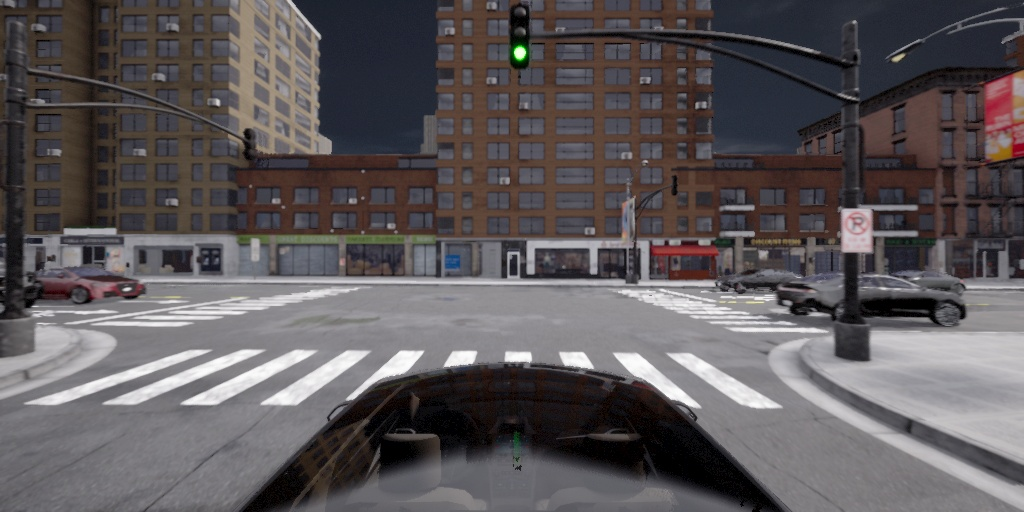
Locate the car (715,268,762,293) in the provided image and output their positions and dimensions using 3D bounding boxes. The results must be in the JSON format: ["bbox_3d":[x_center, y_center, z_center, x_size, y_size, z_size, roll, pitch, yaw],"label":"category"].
[{"bbox_3d":[14.443,1.406,20.955,4.674,1.442,1.812,0,0,2],"label":"car"}]

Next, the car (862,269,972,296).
[{"bbox_3d":[23.460,1.517,20.903,4.181,1.385,1.994,0,0,0],"label":"car"}]

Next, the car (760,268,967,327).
[{"bbox_3d":[10.987,1.269,11.154,4.902,1.511,2.128,0,-1,0],"label":"car"}]

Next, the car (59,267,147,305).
[{"bbox_3d":[-17.486,1.140,14.449,4.181,1.385,1.994,0,0,0],"label":"car"}]

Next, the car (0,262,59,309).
[{"bbox_3d":[-18.394,0.767,11.209,5.566,2.045,2.150,0,0,0],"label":"car"}]
